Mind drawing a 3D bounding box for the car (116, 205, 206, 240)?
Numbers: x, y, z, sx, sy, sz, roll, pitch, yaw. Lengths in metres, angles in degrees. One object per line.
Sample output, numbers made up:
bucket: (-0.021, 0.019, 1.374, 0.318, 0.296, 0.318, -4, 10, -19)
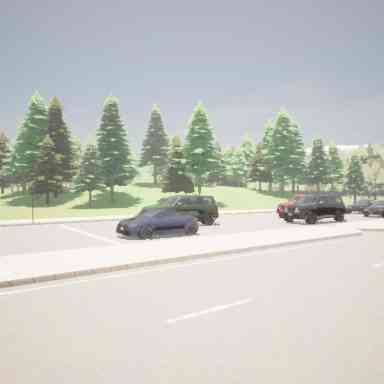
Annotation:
car: (-1.694, 1.565, 16.959, 4.181, 1.385, 1.994, 0, 0, -35)

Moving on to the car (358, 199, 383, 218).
car: (17.570, 1.526, 30.398, 4.674, 1.442, 1.812, 0, 0, -34)

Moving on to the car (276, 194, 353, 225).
car: (9.055, 1.223, 24.504, 5.566, 2.045, 2.150, 0, 0, -34)

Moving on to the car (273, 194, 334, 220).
car: (9.930, 1.223, 29.349, 5.566, 2.045, 2.150, 0, 0, -34)

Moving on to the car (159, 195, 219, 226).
car: (-0.744, 1.224, 21.929, 5.566, 2.045, 2.150, 0, 0, -35)

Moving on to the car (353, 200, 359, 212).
car: (18.311, 1.526, 35.168, 4.674, 1.442, 1.812, 0, 0, -34)
